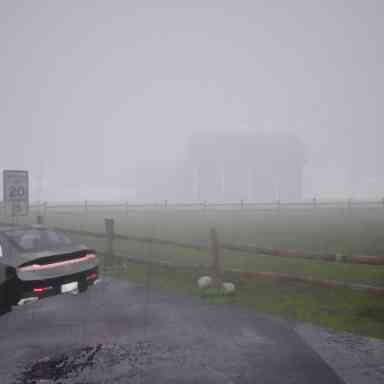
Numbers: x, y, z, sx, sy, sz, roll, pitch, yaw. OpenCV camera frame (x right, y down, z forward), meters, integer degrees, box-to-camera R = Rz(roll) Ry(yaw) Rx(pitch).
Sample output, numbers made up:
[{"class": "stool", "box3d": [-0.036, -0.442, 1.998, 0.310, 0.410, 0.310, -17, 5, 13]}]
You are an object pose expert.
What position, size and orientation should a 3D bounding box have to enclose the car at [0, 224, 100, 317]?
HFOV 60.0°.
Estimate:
[{"class": "car", "box3d": [-4.092, 1.490, 7.476, 4.902, 1.511, 2.128, 0, 1, 38]}]
